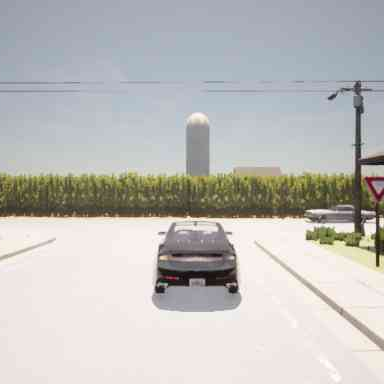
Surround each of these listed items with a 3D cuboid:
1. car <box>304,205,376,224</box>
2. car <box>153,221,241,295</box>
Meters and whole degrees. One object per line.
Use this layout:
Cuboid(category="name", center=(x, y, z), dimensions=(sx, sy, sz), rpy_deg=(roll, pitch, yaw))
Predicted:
Cuboid(category="car", center=(10.893, 1.629, 24.814), dimensions=(4.718, 1.301, 1.895), rpy_deg=(0, 0, 1))
Cuboid(category="car", center=(0.098, 1.493, 8.727), dimensions=(2.128, 1.511, 4.902), rpy_deg=(0, 0, 0))
